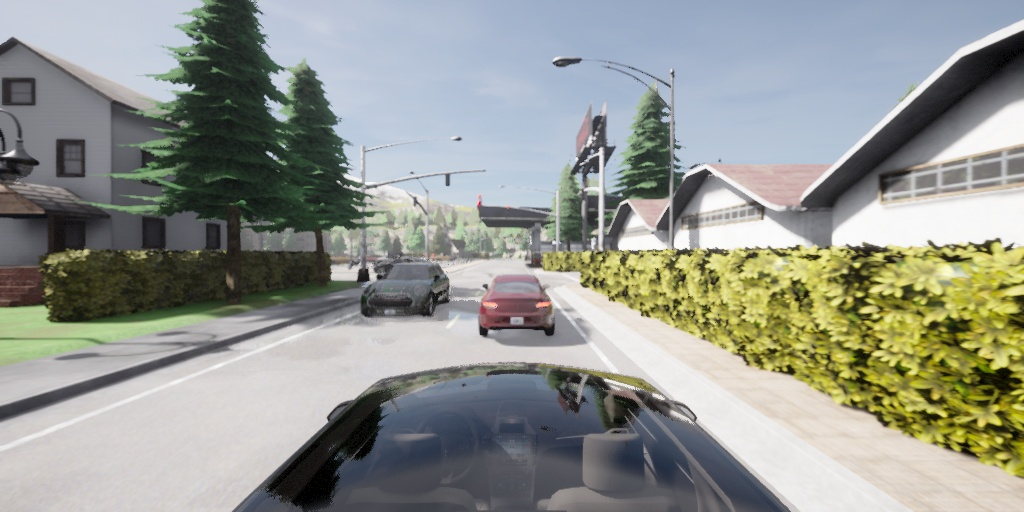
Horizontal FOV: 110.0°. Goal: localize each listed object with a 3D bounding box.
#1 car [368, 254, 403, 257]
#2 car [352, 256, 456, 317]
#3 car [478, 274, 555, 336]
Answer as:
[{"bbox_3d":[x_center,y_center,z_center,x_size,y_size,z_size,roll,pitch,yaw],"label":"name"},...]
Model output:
[{"bbox_3d":[-9.188,0.851,30.195,4.892,1.490,1.837,1,0,7],"label":"car"},{"bbox_3d":[-3.527,1.020,12.659,2.097,1.767,4.553,0,0,1],"label":"car"},{"bbox_3d":[0.114,1.214,10.047,1.812,1.442,4.674,0,0,0],"label":"car"}]
